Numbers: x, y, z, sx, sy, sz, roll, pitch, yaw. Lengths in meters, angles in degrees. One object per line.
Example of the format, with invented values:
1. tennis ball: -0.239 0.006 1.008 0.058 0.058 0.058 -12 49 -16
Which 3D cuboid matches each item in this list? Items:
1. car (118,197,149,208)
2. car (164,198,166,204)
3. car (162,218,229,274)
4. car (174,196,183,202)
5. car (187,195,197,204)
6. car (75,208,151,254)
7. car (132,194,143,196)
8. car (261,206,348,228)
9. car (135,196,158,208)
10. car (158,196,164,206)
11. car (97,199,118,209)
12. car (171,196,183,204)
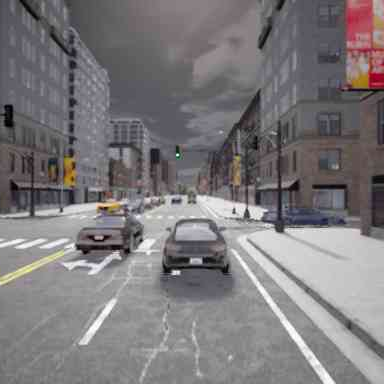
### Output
1. car: -6.597 1.624 38.101 2.128 1.511 4.902 0 0 0
2. car: -6.508 1.578 67.560 2.097 1.767 4.553 0 0 0
3. car: 0.119 1.562 10.565 1.812 1.442 4.674 0 0 1
4. car: -3.258 1.690 79.889 1.837 1.490 4.892 0 0 0
5. car: -0.007 1.826 69.167 1.895 1.301 4.718 0 0 0
6. car: -3.151 1.595 13.762 2.033 1.411 5.357 0 0 0
7. car: -9.756 1.423 59.230 2.150 2.045 5.566 0 0 0
8. car: 7.427 1.652 22.323 5.357 1.411 2.033 0 -1 0
9. car: -6.579 1.655 47.456 2.128 1.511 4.902 0 0 0
10. car: -6.507 1.687 57.327 2.128 1.511 4.902 0 0 0
11. car: -9.849 1.616 39.640 1.882 1.535 5.008 0 0 0
12. car: -3.257 1.706 68.720 1.882 1.535 5.008 0 0 0
